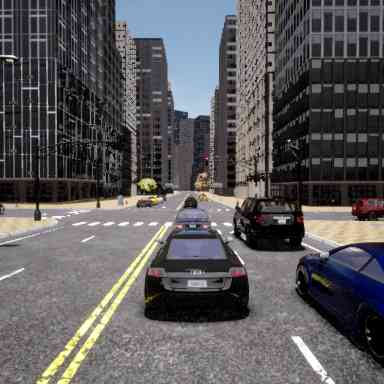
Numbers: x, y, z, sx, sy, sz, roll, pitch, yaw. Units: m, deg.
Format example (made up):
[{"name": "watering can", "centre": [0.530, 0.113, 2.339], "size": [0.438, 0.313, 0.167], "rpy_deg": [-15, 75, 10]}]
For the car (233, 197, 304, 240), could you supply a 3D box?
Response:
[{"name": "car", "centre": [3.305, 1.213, 15.244], "size": [2.150, 2.045, 5.566], "rpy_deg": [0, 0, -2]}]

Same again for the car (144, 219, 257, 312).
[{"name": "car", "centre": [0.066, 1.560, 7.793], "size": [1.994, 1.385, 4.181], "rpy_deg": [0, 0, -1]}]

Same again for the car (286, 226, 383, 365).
[{"name": "car", "centre": [3.334, 1.561, 5.823], "size": [1.994, 1.385, 4.181], "rpy_deg": [0, 0, -1]}]

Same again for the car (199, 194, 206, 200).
[{"name": "car", "centre": [2.837, 1.242, 89.079], "size": [1.837, 1.490, 4.892], "rpy_deg": [0, 0, 0]}]

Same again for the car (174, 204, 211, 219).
[{"name": "car", "centre": [0.022, 1.538, 17.014], "size": [2.033, 1.411, 5.357], "rpy_deg": [0, 0, 0]}]

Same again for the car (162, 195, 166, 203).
[{"name": "car", "centre": [-6.838, 1.469, 66.565], "size": [1.812, 1.442, 4.674], "rpy_deg": [0, 0, 0]}]

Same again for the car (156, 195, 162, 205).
[{"name": "car", "centre": [-6.847, 1.433, 57.117], "size": [1.882, 1.535, 5.008], "rpy_deg": [0, 0, 0]}]

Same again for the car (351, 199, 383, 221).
[{"name": "car", "centre": [16.073, 1.520, 27.933], "size": [5.009, 1.841, 2.192], "rpy_deg": [1, 0, 1]}]

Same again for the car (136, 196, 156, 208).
[{"name": "car", "centre": [-6.813, 1.529, 48.188], "size": [1.994, 1.385, 4.181], "rpy_deg": [0, 0, 0]}]

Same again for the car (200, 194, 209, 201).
[{"name": "car", "centre": [2.886, 1.396, 78.661], "size": [1.882, 1.535, 5.008], "rpy_deg": [0, 0, 0]}]

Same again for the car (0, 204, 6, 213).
[{"name": "car", "centre": [-19.946, 1.345, 30.948], "size": [4.892, 1.490, 1.837], "rpy_deg": [1, 1, 1]}]

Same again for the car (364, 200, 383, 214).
[{"name": "car", "centre": [21.643, 1.643, 36.245], "size": [4.829, 1.417, 1.752], "rpy_deg": [1, 0, 1]}]

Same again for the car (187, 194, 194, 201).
[{"name": "car", "centre": [-0.390, 1.396, 84.065], "size": [1.882, 1.535, 5.008], "rpy_deg": [0, 0, 0]}]

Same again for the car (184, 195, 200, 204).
[{"name": "car", "centre": [-0.166, 1.470, 48.936], "size": [1.837, 1.490, 4.892], "rpy_deg": [0, 0, 0]}]
